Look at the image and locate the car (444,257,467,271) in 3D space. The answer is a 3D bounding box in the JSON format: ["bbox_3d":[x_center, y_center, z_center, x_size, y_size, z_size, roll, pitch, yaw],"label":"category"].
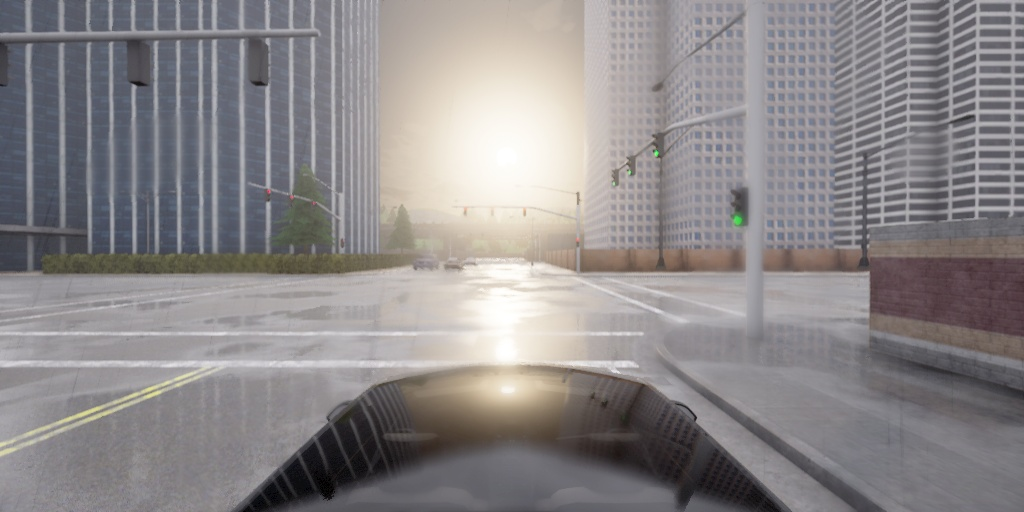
[{"bbox_3d":[-7.076,1.145,43.872,1.895,1.301,4.718,0,0,0],"label":"car"}]

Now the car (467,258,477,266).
[{"bbox_3d":[-7.034,0.986,60.979,1.812,1.442,4.674,0,0,1],"label":"car"}]

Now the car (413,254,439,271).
[{"bbox_3d":[-10.572,0.764,44.537,2.150,2.045,5.566,0,0,0],"label":"car"}]
